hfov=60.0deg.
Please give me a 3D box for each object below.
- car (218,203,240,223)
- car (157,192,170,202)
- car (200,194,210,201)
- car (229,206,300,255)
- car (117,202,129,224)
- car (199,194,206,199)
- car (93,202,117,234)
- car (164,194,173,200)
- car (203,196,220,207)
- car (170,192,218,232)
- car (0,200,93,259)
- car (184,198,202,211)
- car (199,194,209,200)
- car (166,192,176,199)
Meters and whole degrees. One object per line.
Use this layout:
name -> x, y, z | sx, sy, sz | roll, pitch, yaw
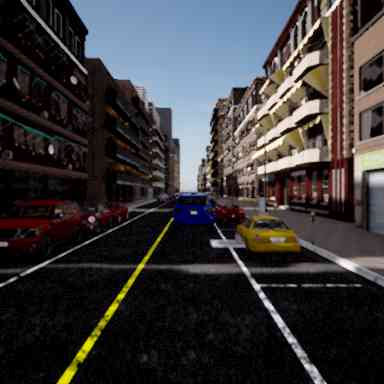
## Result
car -> 2.679, 1.417, 23.832 | 1.887, 1.381, 4.507 | 0, 0, 0
car -> -5.723, 1.209, 63.284 | 2.008, 1.369, 4.403 | 0, 0, 0
car -> 2.655, 1.152, 69.091 | 1.752, 1.417, 4.829 | 0, 0, 0
car -> 2.685, 1.457, 12.730 | 1.752, 1.417, 4.829 | 0, 0, 0
car -> -5.701, 1.417, 23.832 | 1.887, 1.381, 4.507 | 0, 0, 0
car -> 2.645, 1.117, 85.830 | 1.802, 1.307, 4.206 | 0, 0, 0
car -> -5.698, 1.343, 18.194 | 1.967, 1.590, 4.097 | 0, 0, 0
car -> -5.732, 1.110, 80.193 | 1.887, 1.381, 4.507 | 0, 0, 0
car -> 2.667, 1.302, 46.377 | 2.008, 1.369, 4.403 | 0, 0, 0
car -> 0.090, 1.119, 19.226 | 2.150, 2.045, 5.566 | 0, 0, 0
car -> -5.694, 1.248, 12.558 | 2.192, 1.841, 5.009 | 0, 0, 0
car -> 0.080, 1.398, 37.911 | 1.895, 1.301, 4.718 | 0, 0, 0
car -> 2.652, 1.163, 74.558 | 1.947, 1.339, 4.313 | 0, 0, 0
car -> -5.737, 0.818, 91.465 | 2.192, 1.841, 5.009 | 0, 0, 0
